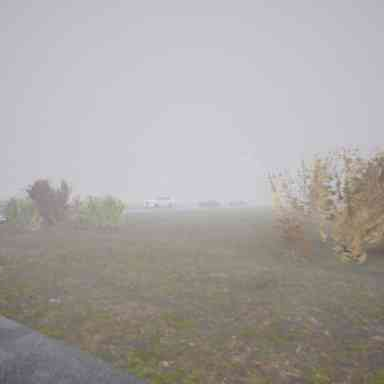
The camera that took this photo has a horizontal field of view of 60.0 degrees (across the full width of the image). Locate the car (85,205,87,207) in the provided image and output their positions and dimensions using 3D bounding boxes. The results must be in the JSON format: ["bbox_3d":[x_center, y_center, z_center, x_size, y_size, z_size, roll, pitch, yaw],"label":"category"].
[{"bbox_3d":[-11.669,1.841,43.218,2.033,1.411,5.357,-1,-1,36],"label":"car"}]

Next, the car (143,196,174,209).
[{"bbox_3d":[-5.155,1.637,52.262,2.150,2.045,5.566,-1,-1,36],"label":"car"}]

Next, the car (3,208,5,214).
[{"bbox_3d":[-17.521,1.748,35.092,1.994,1.385,4.181,-1,-1,36],"label":"car"}]

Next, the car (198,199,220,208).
[{"bbox_3d":[3.078,1.939,57.524,1.882,1.535,5.008,-1,-1,36],"label":"car"}]

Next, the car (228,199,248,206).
[{"bbox_3d":[9.136,2.124,65.955,2.033,1.411,5.357,-1,-1,36],"label":"car"}]
